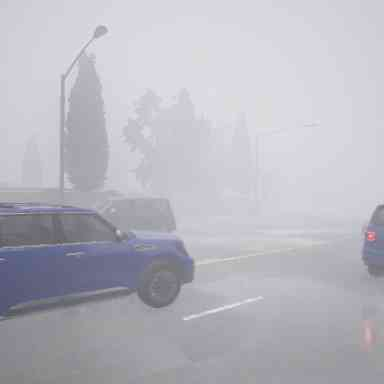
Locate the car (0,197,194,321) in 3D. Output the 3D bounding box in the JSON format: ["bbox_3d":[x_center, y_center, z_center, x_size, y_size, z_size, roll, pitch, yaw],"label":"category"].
[{"bbox_3d":[-2.603,1.221,6.224,5.566,2.045,2.150,0,0,-36],"label":"car"}]

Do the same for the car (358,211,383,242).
[{"bbox_3d":[10.758,1.808,17.918,1.994,1.385,4.181,0,-1,45],"label":"car"}]

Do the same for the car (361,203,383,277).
[{"bbox_3d":[6.810,1.296,9.343,5.566,2.045,2.150,1,-1,-41],"label":"car"}]

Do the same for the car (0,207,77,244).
[{"bbox_3d":[-8.025,1.526,15.531,4.674,1.442,1.812,0,0,-38],"label":"car"}]
